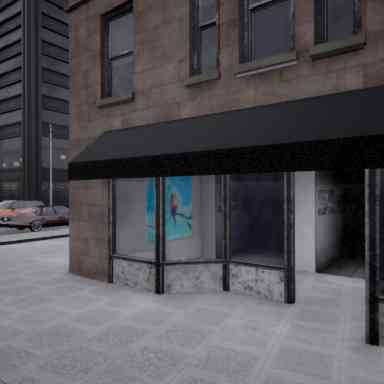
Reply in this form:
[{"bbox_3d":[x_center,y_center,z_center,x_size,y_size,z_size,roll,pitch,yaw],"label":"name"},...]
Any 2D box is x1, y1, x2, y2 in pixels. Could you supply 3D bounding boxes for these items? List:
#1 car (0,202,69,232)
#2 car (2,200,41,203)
[{"bbox_3d":[-8.427,1.491,19.754,2.033,1.411,5.357,0,0,35],"label":"car"},{"bbox_3d":[-11.345,1.311,21.002,2.097,1.767,4.553,0,0,35],"label":"car"}]
